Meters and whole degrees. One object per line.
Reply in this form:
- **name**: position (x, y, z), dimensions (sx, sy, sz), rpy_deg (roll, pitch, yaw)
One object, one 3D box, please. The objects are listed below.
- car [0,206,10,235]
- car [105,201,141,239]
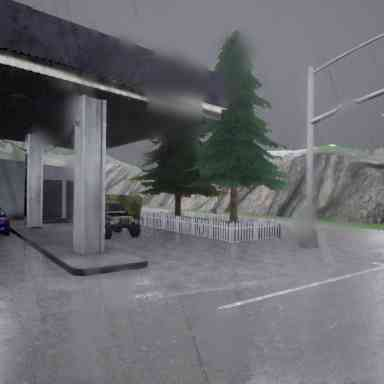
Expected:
- **car**: position (-11.569, 1.521, 18.540), dimensions (2.242, 1.667, 4.611), rpy_deg (1, 0, -36)
- **car**: position (-4.438, 1.445, 18.337), dimensions (1.905, 1.878, 3.866), rpy_deg (1, 0, -36)
